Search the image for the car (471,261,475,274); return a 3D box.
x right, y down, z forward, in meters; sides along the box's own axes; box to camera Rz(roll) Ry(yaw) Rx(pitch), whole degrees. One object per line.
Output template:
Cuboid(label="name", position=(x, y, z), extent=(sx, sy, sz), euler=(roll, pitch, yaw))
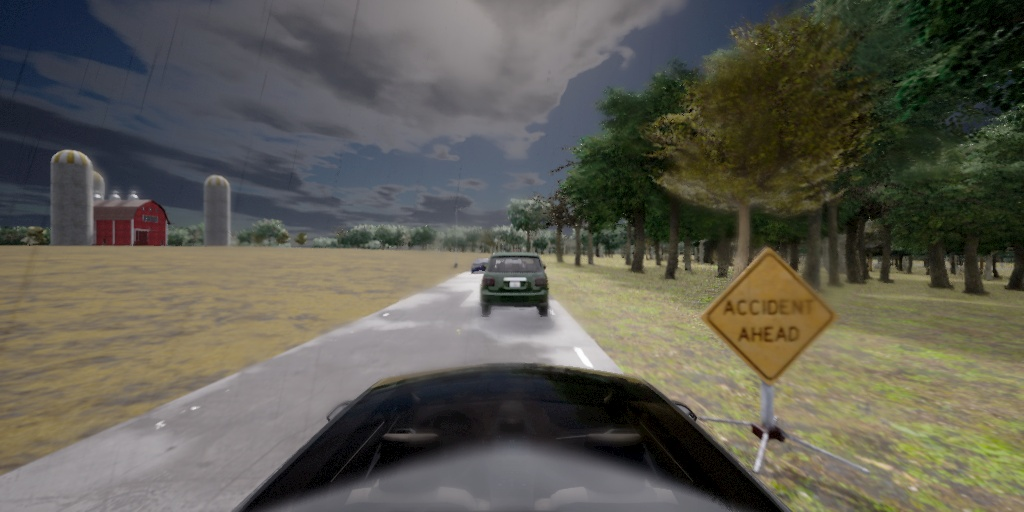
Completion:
Cuboid(label="car", position=(-2.841, 0.911, 34.745), extent=(2.033, 1.411, 5.357), euler=(0, 1, 0))

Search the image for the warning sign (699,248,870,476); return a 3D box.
Cuboid(label="warning sign", position=(2.451, 0.855, 3.440), extent=(1.300, 1.860, 1.060), euler=(0, 0, 0))

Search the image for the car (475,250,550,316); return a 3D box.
Cuboid(label="car", position=(0.097, 0.886, 13.063), extent=(2.150, 2.045, 5.566), euler=(0, 1, 0))
